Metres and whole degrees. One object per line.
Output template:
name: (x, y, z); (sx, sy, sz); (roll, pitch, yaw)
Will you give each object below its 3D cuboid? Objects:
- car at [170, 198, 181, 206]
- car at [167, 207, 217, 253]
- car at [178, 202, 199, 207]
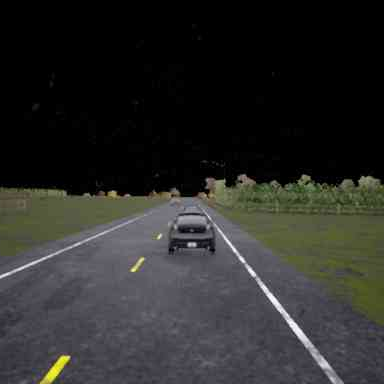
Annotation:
car: (-3.518, 2.028, 71.705); (2.097, 1.767, 4.553); (0, -1, 0)
car: (0.000, 1.646, 14.315); (1.837, 1.490, 4.892); (0, 0, 0)
car: (-0.002, 1.846, 29.362); (1.994, 1.385, 4.181); (0, 0, 0)
